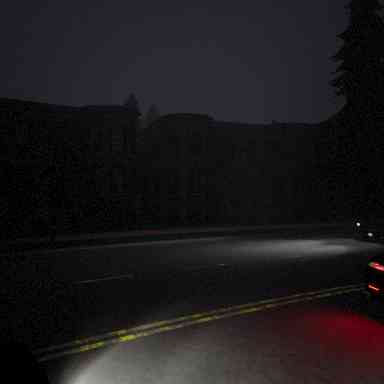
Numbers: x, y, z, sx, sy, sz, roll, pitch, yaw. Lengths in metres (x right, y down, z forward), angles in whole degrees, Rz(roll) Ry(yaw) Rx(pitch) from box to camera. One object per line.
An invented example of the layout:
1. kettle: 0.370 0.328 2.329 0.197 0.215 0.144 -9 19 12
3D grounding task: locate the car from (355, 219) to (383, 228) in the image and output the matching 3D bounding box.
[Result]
1. car: 10.091 1.601 15.641 4.718 1.301 1.895 0 0 -19

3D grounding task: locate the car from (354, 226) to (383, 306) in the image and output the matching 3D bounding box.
1. car: 5.464 1.492 6.218 4.902 1.511 2.128 0 0 -24

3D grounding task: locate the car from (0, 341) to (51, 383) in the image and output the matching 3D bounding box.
1. car: -3.289 1.547 1.238 5.357 1.411 2.033 0 0 -38
